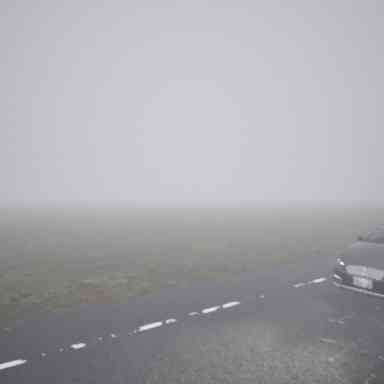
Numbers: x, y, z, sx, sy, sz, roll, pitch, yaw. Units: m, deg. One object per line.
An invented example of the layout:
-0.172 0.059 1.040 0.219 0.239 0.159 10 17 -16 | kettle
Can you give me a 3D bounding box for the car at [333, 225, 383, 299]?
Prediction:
5.226 1.434 7.712 4.902 1.511 2.128 0 0 -35 | car
